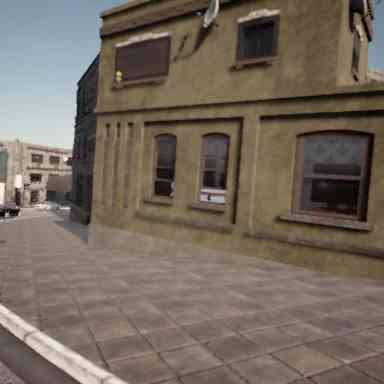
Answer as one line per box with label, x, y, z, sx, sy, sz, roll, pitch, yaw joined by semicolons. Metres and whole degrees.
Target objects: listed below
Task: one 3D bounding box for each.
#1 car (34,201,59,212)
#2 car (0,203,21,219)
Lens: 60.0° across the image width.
car;-22.292;2.194;51.334;1.812;1.442;4.674;5;-1;10
car;-19.694;1.928;34.967;1.882;1.535;5.008;4;-2;-6
